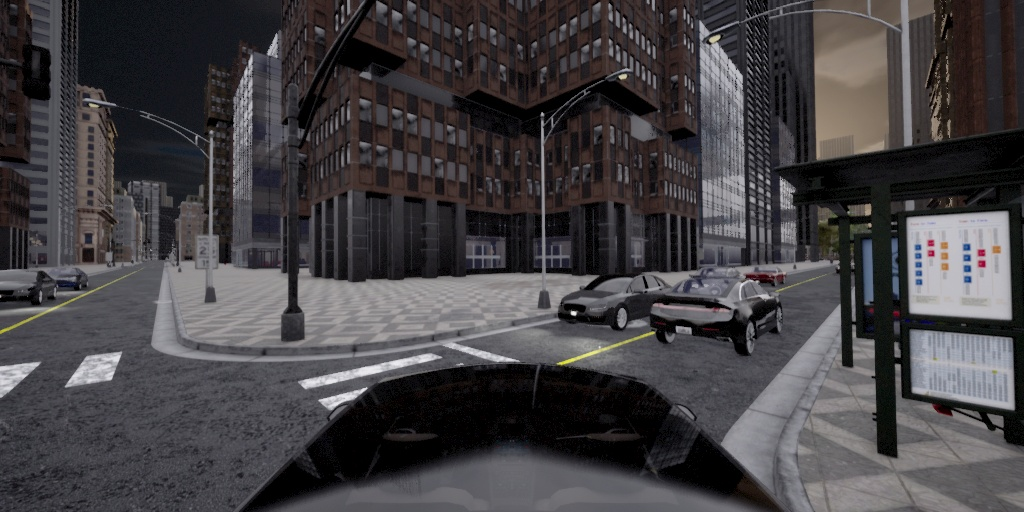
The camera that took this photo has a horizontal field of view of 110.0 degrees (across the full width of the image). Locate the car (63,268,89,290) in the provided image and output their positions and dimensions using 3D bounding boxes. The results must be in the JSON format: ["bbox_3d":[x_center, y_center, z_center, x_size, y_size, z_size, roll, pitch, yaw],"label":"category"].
[{"bbox_3d":[-29.624,1.493,23.690,2.033,1.411,5.357,0,-1,-44],"label":"car"}]

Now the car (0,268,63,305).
[{"bbox_3d":[-22.362,1.399,16.171,1.837,1.490,4.892,0,-1,-44],"label":"car"}]

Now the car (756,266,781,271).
[{"bbox_3d":[17.934,1.408,25.465,4.718,1.301,1.895,0,-1,-44],"label":"car"}]

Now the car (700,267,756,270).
[{"bbox_3d":[10.260,1.301,18.046,4.902,1.511,2.128,0,-1,-44],"label":"car"}]

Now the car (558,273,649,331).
[{"bbox_3d":[3.477,1.318,11.436,4.892,1.490,1.837,0,-1,-42],"label":"car"}]

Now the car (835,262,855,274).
[{"bbox_3d":[37.459,1.342,39.944,4.718,1.301,1.895,0,-1,-44],"label":"car"}]

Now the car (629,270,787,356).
[{"bbox_3d":[5.121,1.249,8.753,4.902,1.511,2.128,0,-1,-44],"label":"car"}]
